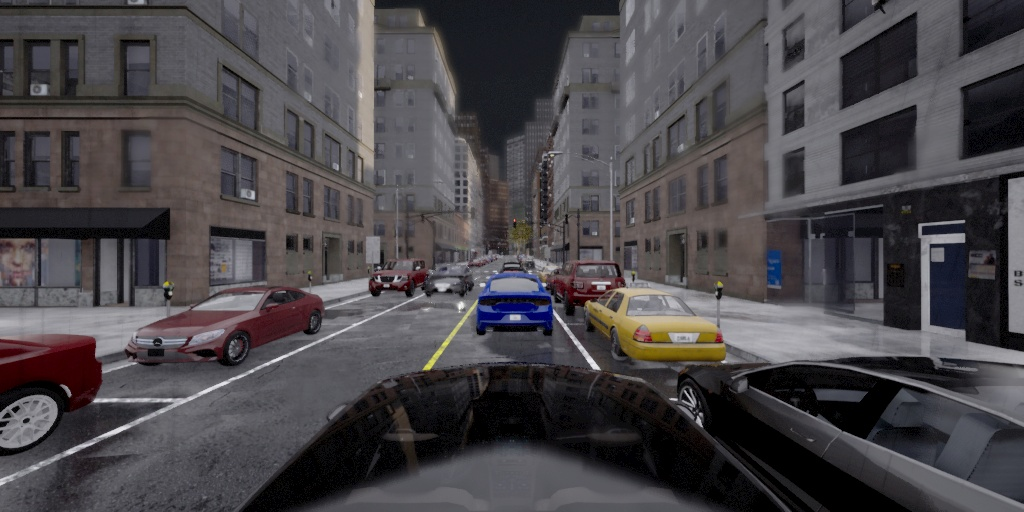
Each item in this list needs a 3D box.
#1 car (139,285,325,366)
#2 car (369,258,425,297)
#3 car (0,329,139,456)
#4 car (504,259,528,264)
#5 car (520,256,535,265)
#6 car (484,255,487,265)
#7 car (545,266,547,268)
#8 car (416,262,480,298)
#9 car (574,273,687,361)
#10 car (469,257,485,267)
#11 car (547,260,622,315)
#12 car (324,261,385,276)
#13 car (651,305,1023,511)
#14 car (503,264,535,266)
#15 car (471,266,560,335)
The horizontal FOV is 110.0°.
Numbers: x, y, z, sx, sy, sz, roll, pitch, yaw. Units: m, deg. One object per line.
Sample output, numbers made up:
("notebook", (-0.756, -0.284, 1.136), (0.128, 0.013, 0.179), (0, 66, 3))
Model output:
("car", (-5.769, 1.329, 7.905), (1.802, 1.307, 4.207), (0, 0, 0))
("car", (-5.780, 1.046, 19.011), (2.192, 1.841, 5.009), (0, 0, 0))
("car", (-5.763, 1.296, 2.353), (1.888, 1.381, 4.507), (0, 0, 0))
("car", (0.022, 1.215, 26.984), (1.837, 1.490, 4.892), (0, 0, 0))
("car", (2.707, 1.131, 56.673), (2.007, 1.370, 4.403), (0, 0, 0))
("car", (-5.824, 0.989, 62.096), (1.967, 1.591, 4.097), (0, 0, 0))
("car", (2.745, 1.313, 19.012), (1.802, 1.307, 4.207), (0, 0, 0))
("car", (-3.064, 1.225, 18.318), (2.128, 1.511, 4.902), (0, 0, 1))
("car", (2.756, 1.272, 8.077), (1.751, 1.417, 4.829), (0, 0, 0))
("car", (-5.818, 1.126, 56.671), (1.888, 1.381, 4.507), (0, 0, 0))
("car", (2.751, 1.055, 13.461), (2.192, 1.841, 5.009), (0, 0, 0))
("car", (-15.923, 1.237, 36.466), (5.357, 1.411, 2.033), (0, 0, -1))
("car", (2.762, 1.316, 2.355), (1.948, 1.339, 4.313), (0, 0, 0))
("car", (0.077, 1.296, 18.071), (1.994, 1.385, 4.181), (0, 0, 0))
("car", (0.042, 1.222, 10.498), (1.882, 1.535, 5.008), (0, 0, -1))
